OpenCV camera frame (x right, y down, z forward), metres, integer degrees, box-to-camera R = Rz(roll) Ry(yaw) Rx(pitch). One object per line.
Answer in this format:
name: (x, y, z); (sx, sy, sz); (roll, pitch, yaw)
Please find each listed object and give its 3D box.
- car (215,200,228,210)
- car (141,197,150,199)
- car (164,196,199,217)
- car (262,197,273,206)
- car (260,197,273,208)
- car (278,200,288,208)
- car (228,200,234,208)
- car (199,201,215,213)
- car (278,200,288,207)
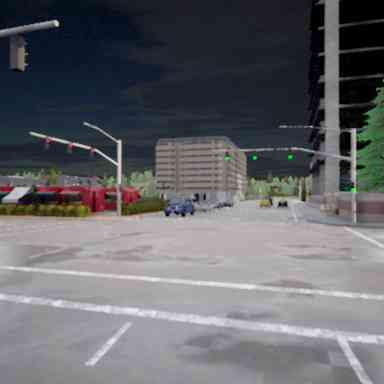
car: (4.123, 2.199, 56.157); (2.128, 1.511, 4.902); (0, -1, 16)
car: (-11.808, 2.154, 79.207); (4.605, 1.855, 1.932); (0, -1, 16)
car: (-1.280, 1.683, 37.530); (2.150, 2.045, 5.566); (0, -1, 16)
car: (17.794, 2.243, 77.969); (2.150, 2.045, 5.566); (0, -1, 16)
car: (14.946, 2.364, 68.006); (1.882, 1.535, 5.008); (0, -1, 16)
car: (18.221, 2.359, 66.754); (1.882, 1.535, 5.008); (0, -1, 16)
car: (7.125, 2.389, 66.296); (2.033, 1.411, 5.357); (0, -1, 16)
car: (1.430, 2.186, 46.903); (1.895, 1.301, 4.718); (0, -1, 16)
car: (21.053, 2.537, 76.640); (2.128, 1.511, 4.902); (0, -1, 16)
